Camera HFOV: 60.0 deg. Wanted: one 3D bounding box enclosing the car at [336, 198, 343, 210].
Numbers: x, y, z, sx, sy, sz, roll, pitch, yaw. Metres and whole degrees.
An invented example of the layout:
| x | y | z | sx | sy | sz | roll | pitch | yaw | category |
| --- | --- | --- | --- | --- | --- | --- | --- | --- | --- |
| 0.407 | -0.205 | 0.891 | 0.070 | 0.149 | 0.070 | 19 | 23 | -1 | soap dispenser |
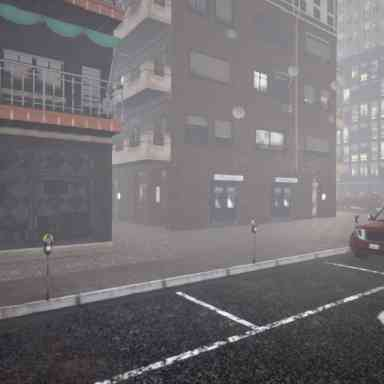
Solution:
| x | y | z | sx | sy | sz | roll | pitch | yaw | category |
| --- | --- | --- | --- | --- | --- | --- | --- | --- | --- |
| 12.752 | 1.333 | 34.202 | 1.802 | 1.307 | 4.206 | 1 | 0 | -36 | car |

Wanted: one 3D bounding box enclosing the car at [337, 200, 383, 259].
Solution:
| x | y | z | sx | sy | sz | roll | pitch | yaw | category |
| --- | --- | --- | --- | --- | --- | --- | --- | --- | --- |
| 7.506 | 1.318 | 11.424 | 5.009 | 1.841 | 2.192 | 0 | 0 | -35 | car |

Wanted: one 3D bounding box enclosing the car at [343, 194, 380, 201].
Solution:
| x | y | z | sx | sy | sz | roll | pitch | yaw | category |
| --- | --- | --- | --- | --- | --- | --- | --- | --- | --- |
| 19.367 | 1.112 | 38.952 | 2.192 | 1.841 | 5.009 | 1 | 0 | -36 | car |
